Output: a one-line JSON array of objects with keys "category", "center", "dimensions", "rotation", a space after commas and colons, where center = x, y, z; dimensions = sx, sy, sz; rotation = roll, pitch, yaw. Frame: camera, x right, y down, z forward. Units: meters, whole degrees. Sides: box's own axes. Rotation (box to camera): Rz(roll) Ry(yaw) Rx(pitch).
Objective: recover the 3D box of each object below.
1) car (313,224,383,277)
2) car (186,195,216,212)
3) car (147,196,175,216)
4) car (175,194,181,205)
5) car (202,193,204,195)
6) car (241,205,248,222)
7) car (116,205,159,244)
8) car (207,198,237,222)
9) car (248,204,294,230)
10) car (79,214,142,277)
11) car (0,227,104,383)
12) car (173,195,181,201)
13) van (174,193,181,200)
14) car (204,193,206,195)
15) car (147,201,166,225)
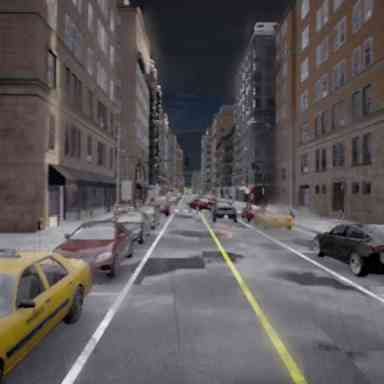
[{"category": "car", "center": [5.223, 1.601, 10.181], "dimensions": [1.947, 1.339, 4.313], "rotation": [0, 0, -1]}, {"category": "car", "center": [0.927, 1.456, 39.452], "dimensions": [1.882, 1.535, 5.008], "rotation": [1, 0, -22]}, {"category": "car", "center": [-3.097, 1.270, 31.729], "dimensions": [2.192, 1.841, 5.009], "rotation": [0, 0, -1]}, {"category": "car", "center": [-3.462, 1.478, 58.190], "dimensions": [2.008, 1.369, 4.403], "rotation": [0, 0, -1]}, {"category": "car", "center": [4.188, 1.389, 85.562], "dimensions": [1.967, 1.590, 4.097], "rotation": [0, 0, -1]}, {"category": "car", "center": [5.000, 1.602, 26.419], "dimensions": [1.802, 1.307, 4.206], "rotation": [0, 0, -1]}, {"category": "car", "center": [-2.875, 1.522, 15.493], "dimensions": [2.008, 1.369, 4.403], "rotation": [0, 0, -1]}, {"category": "car", "center": [2.420, 1.507, 26.254], "dimensions": [1.837, 1.490, 4.892], "rotation": [0, 0, 0]}, {"category": "car", "center": [5.073, 1.551, 21.176], "dimensions": [1.752, 1.417, 4.829], "rotation": [0, 0, -1]}, {"category": "car", "center": [-2.801, 1.558, 10.080], "dimensions": [1.802, 1.307, 4.206], "rotation": [0, 0, -1]}, {"category": "car", "center": [-2.724, 1.504, 4.498], "dimensions": [1.752, 1.417, 4.829], "rotation": [0, 0, -1]}, {"category": "car", "center": [-3.837, 1.455, 85.458], "dimensions": [1.947, 1.339, 4.313], "rotation": [0, 0, -1]}, {"category": "van", "center": [-3.910, 1.222, 90.911], "dimensions": [1.690, 1.788, 3.998], "rotation": [0, 0, -1]}, {"category": "car", "center": [4.338, 1.405, 74.654], "dimensions": [1.967, 1.590, 4.097], "rotation": [0, 0, -1]}, {"category": "car", "center": [-2.950, 1.517, 20.905], "dimensions": [2.008, 1.369, 4.403], "rotation": [0, 0, -1]}]
